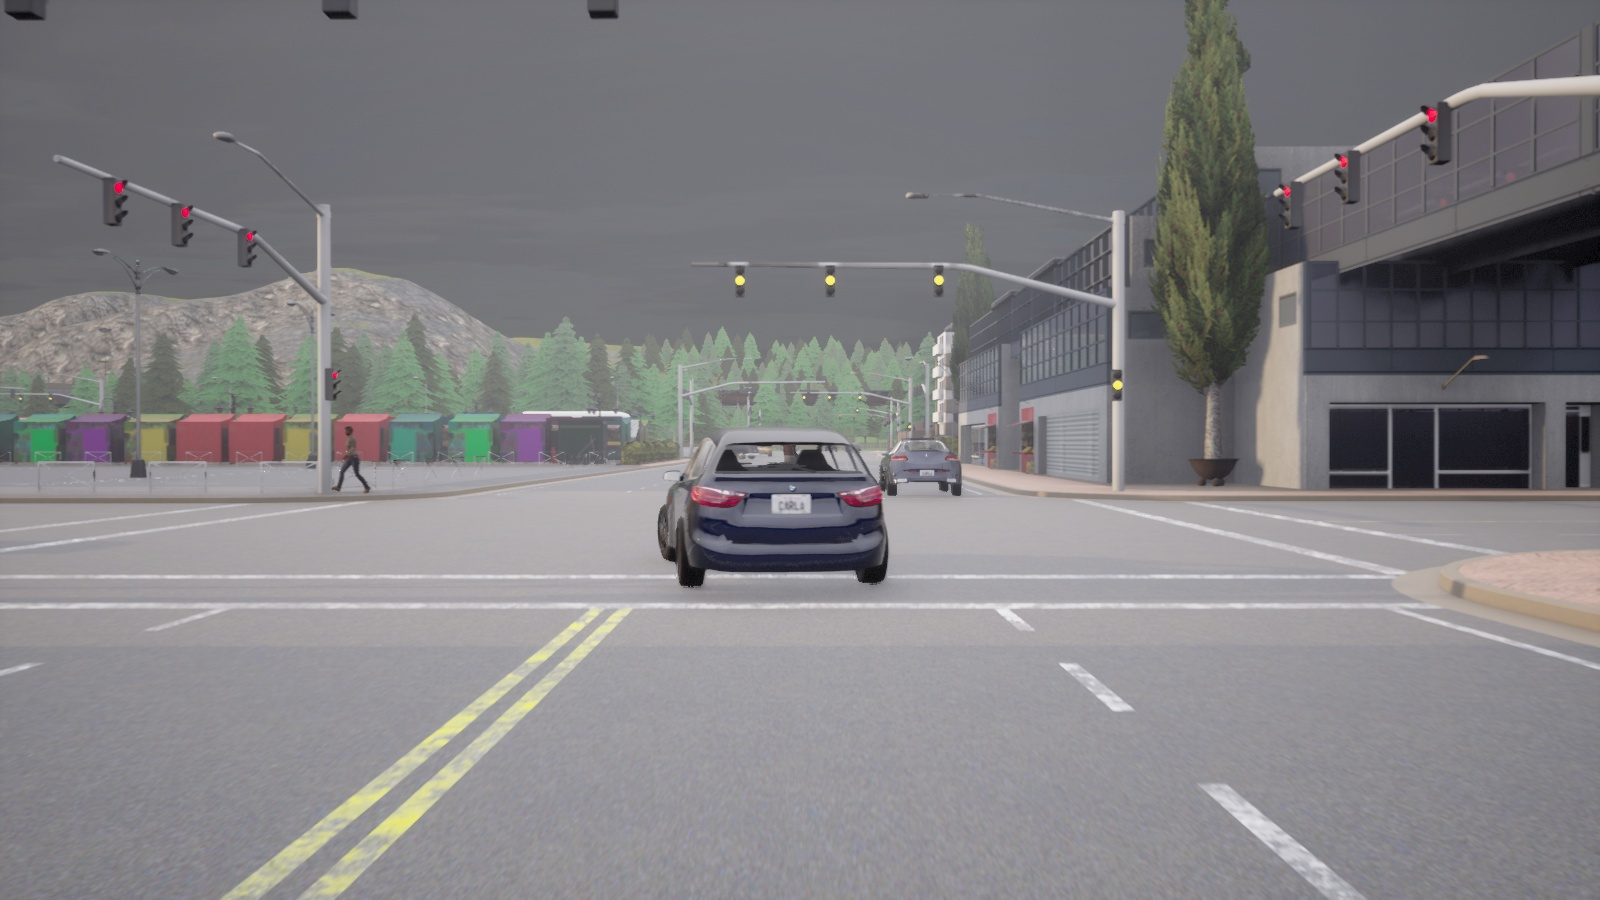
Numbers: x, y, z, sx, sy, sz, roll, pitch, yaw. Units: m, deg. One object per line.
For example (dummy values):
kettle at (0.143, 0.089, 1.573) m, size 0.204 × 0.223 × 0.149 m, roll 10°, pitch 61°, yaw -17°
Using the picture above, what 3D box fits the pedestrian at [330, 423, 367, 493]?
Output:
pedestrian at (-11.937, 0.208, 33.195) m, size 0.869 × 1.805 × 0.328 m, roll 0°, pitch 0°, yaw -40°

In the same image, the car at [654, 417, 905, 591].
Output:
car at (-0.444, 0.508, 14.533) m, size 2.242 × 1.667 × 4.611 m, roll 0°, pitch 0°, yaw -9°

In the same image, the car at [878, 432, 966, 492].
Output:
car at (3.520, 0.319, 37.121) m, size 2.152 × 1.651 × 5.027 m, roll 0°, pitch 0°, yaw 0°
